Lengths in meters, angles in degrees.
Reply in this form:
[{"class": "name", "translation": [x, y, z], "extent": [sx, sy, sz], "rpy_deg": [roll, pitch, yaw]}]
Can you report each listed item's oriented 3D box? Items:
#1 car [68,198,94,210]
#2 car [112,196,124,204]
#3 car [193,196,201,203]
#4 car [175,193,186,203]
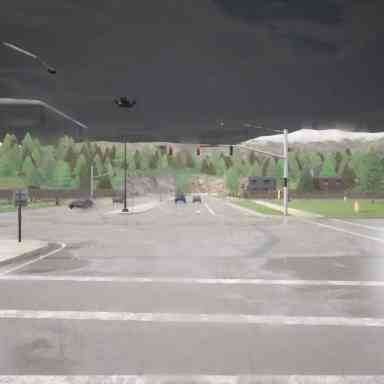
[{"class": "car", "translation": [-14.532, 1.547, 44.022], "extent": [2.033, 1.411, 5.357], "rpy_deg": [0, 0, 1]}, {"class": "car", "translation": [-14.132, 1.515, 64.436], "extent": [1.837, 1.490, 4.892], "rpy_deg": [0, 0, 1]}, {"class": "car", "translation": [1.043, 1.546, 69.931], "extent": [2.033, 1.411, 5.357], "rpy_deg": [0, 0, 1]}, {"class": "car", "translation": [-2.469, 1.223, 70.442], "extent": [2.150, 2.045, 5.566], "rpy_deg": [0, 0, 1]}]
